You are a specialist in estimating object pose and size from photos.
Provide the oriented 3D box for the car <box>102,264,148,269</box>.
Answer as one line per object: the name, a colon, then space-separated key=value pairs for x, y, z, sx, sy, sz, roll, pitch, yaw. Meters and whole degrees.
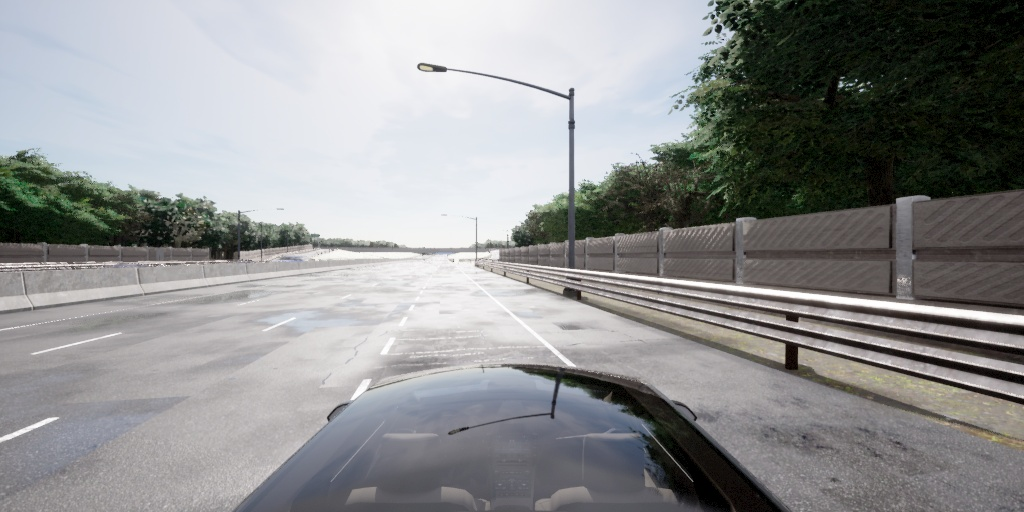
car: x=-29.715 y=1.308 z=27.485 sx=2.033 sy=1.411 sz=5.357 roll=0 pitch=0 yaw=-11

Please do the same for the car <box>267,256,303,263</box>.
car: x=-30.021 y=1.014 z=48.226 sx=2.150 sy=2.045 sz=5.566 roll=0 pitch=0 yaw=-10
